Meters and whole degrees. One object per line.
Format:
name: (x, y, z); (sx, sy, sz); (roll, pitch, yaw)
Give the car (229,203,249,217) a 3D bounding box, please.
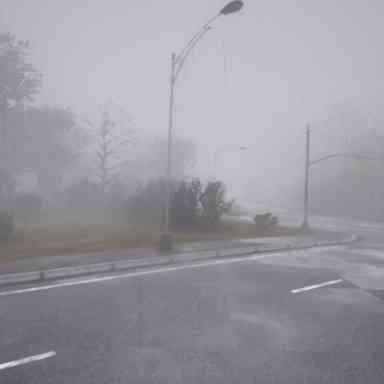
car: (5.046, 2.150, 39.806); (1.837, 1.490, 4.892); (3, 2, -20)
